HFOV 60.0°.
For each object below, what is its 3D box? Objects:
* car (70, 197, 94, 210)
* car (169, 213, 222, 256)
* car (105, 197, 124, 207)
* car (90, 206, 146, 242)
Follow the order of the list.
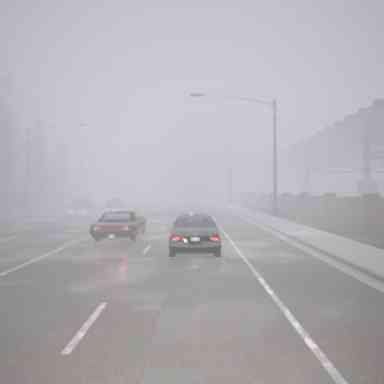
[{"bbox_3d":[-14.098,1.442,42.824,1.837,1.490,4.892,0,0,0],"label":"car"},{"bbox_3d":[0.100,1.529,12.931,2.033,1.411,5.357,0,0,0],"label":"car"},{"bbox_3d":[-10.612,1.438,45.779,1.837,1.490,4.892,0,0,0],"label":"car"},{"bbox_3d":[-3.402,1.577,16.283,1.895,1.301,4.718,0,0,0],"label":"car"}]
